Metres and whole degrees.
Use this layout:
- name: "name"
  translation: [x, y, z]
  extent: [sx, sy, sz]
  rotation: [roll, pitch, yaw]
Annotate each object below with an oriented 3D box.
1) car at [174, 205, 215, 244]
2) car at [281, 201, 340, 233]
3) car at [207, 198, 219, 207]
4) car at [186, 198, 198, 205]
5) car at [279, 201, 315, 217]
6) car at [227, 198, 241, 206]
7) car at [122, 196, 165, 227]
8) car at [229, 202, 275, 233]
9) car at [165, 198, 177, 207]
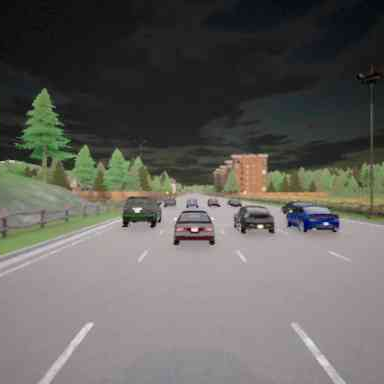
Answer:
- name: "car"
  translation: [0.103, 1.595, 16.064]
  extent: [2.033, 1.411, 5.357]
  rotation: [0, 0, 0]
- name: "car"
  translation: [7.106, 1.536, 20.108]
  extent: [1.882, 1.535, 5.008]
  rotation: [0, 0, 0]
- name: "car"
  translation: [3.499, 1.709, 55.575]
  extent: [2.033, 1.411, 5.357]
  rotation: [0, 0, 0]
- name: "car"
  translation: [0.019, 1.700, 52.268]
  extent: [2.033, 1.411, 5.357]
  rotation: [0, 0, 0]
- name: "car"
  translation: [10.600, 1.646, 33.992]
  extent: [2.033, 1.411, 5.357]
  rotation: [0, 0, 0]
- name: "car"
  translation: [7.005, 1.724, 55.189]
  extent: [1.994, 1.385, 4.181]
  rotation: [0, 0, 0]
- name: "car"
  translation: [-3.395, 1.292, 23.289]
  extent: [2.150, 2.045, 5.566]
  rotation: [0, 0, 0]
- name: "car"
  translation: [3.607, 1.564, 19.948]
  extent: [1.837, 1.490, 4.892]
  rotation: [0, 0, 0]
- name: "car"
  translation: [-3.494, 1.652, 54.625]
  extent: [2.128, 1.511, 4.902]
  rotation: [0, 0, 0]
